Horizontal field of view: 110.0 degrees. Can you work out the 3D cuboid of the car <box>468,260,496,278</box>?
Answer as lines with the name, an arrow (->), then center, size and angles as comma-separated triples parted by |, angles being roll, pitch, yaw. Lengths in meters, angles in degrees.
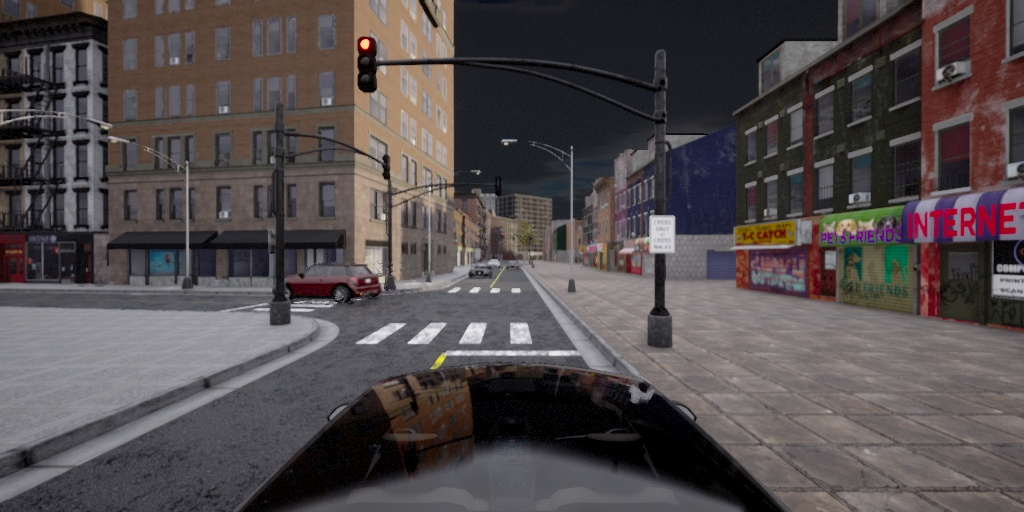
car -> -2.789, 1.292, 32.706 | 1.994, 1.385, 4.181 | 0, 0, 0

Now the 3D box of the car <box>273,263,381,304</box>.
car -> -8.371, 1.122, 16.243 | 4.553, 1.767, 2.097 | 0, 0, 15

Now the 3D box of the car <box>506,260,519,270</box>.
car -> 0.102, 1.267, 52.801 | 2.033, 1.411, 5.357 | 0, 0, 0

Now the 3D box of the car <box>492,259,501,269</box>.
car -> -2.711, 1.244, 55.090 | 1.812, 1.442, 4.674 | 0, 0, 0
